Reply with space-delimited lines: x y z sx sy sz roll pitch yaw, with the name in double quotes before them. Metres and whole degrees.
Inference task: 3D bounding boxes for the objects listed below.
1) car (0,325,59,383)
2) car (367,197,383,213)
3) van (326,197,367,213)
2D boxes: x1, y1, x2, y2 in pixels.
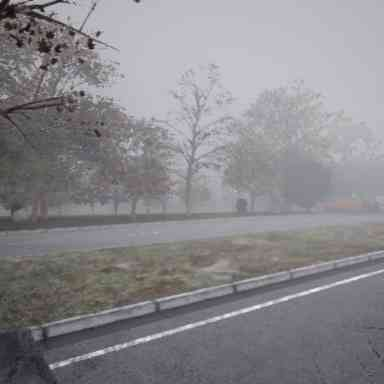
"car" -3.099 1.607 1.474 4.718 1.301 1.895 0 0 -35
"car" 21.570 1.655 43.735 2.435 2.045 5.566 2 -1 -35
"van" 19.162 1.600 42.130 1.878 1.987 4.442 2 -1 -35
